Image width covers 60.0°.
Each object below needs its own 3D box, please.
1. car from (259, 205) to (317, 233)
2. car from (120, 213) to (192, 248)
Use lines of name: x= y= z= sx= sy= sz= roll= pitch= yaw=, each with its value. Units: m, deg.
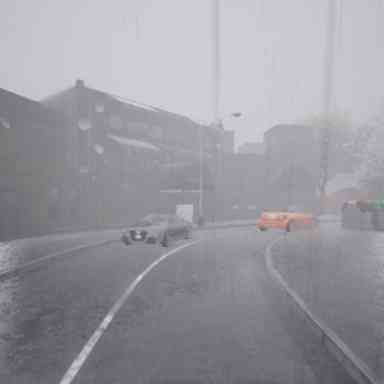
car: x=6.286 y=1.627 z=21.501 sx=2.097 sy=1.767 sz=4.553 roll=-2 pitch=-3 yaw=43
car: x=-1.484 y=1.646 z=15.237 sx=1.994 sy=1.385 sz=4.181 roll=-1 pitch=-1 yaw=20
